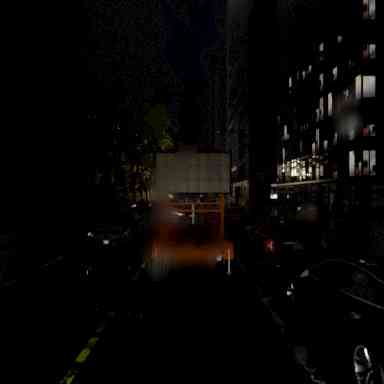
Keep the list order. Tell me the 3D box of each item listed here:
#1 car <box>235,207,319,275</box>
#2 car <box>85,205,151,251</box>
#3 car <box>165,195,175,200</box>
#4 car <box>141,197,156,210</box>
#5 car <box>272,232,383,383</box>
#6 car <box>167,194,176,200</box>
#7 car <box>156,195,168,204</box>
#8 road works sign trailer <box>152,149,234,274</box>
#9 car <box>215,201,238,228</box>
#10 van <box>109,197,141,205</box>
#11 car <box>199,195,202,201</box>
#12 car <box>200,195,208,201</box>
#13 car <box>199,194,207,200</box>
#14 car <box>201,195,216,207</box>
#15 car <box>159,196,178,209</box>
[{"bbox_3d":[2.710,1.438,10.444,1.967,1.590,4.097,0,0,0],"label":"car"},{"bbox_3d":[-3.080,1.521,14.257,1.812,1.442,4.674,0,0,0],"label":"car"},{"bbox_3d":[-5.553,1.393,84.344,2.008,1.369,4.403,0,0,0],"label":"car"},{"bbox_3d":[-5.626,1.545,38.881,1.802,1.307,4.206,0,0,0],"label":"car"},{"bbox_3d":[2.700,1.565,4.763,1.947,1.339,4.313,0,0,0],"label":"car"},{"bbox_3d":[-5.544,1.373,90.027,2.008,1.369,4.403,0,0,0],"label":"car"},{"bbox_3d":[-5.598,1.472,55.929,1.887,1.381,4.507,0,0,0],"label":"car"},{"bbox_3d":[0.032,0.462,10.506,2.380,3.560,2.880,0,0,1],"label":"road works sign trailer"},{"bbox_3d":[2.728,1.513,21.980,1.752,1.417,4.829,0,0,0],"label":"car"},{"bbox_3d":[-5.643,1.322,27.515,1.690,1.788,3.998,0,0,0],"label":"van"},{"bbox_3d":[2.800,1.442,67.261,1.887,1.381,4.507,0,0,0],"label":"car"},{"bbox_3d":[2.818,1.427,78.623,1.947,1.339,4.313,0,0,0],"label":"car"},{"bbox_3d":[2.836,1.373,89.987,2.008,1.369,4.403,0,0,0],"label":"car"},{"bbox_3d":[2.773,1.523,50.217,1.802,1.307,4.206,0,0,0],"label":"car"},{"bbox_3d":[-2.933,1.553,44.469,1.895,1.301,4.718,0,0,0],"label":"car"}]
